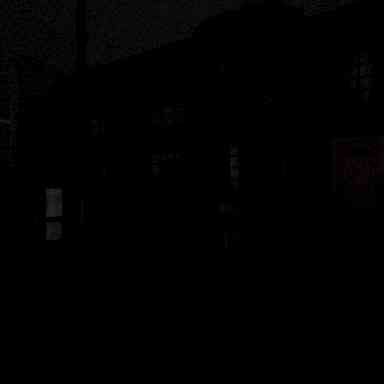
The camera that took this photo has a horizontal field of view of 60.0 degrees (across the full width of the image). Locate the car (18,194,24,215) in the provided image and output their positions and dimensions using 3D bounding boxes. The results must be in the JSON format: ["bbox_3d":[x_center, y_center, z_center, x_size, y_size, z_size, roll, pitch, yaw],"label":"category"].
[{"bbox_3d":[-14.870,1.222,28.801,2.150,2.045,5.566,0,0,35],"label":"car"}]
